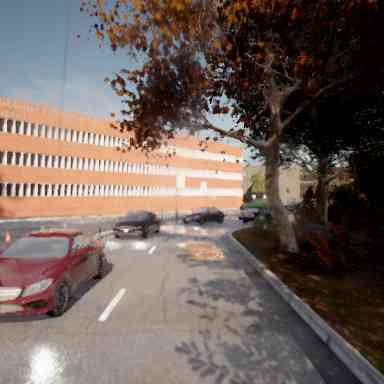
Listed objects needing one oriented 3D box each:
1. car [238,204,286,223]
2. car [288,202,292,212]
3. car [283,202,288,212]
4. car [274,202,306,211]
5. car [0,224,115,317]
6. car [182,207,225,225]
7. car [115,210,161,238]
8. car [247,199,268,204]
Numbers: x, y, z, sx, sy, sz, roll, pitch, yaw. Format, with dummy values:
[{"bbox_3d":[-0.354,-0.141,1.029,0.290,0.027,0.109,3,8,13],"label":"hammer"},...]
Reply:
[{"bbox_3d":[6.302,2.090,30.578,2.033,1.411,5.357,-1,-1,41],"label":"car"},{"bbox_3d":[12.878,2.327,51.255,5.008,1.535,2.097,-1,-1,38],"label":"car"},{"bbox_3d":[11.136,2.335,49.027,4.674,1.452,2.002,-1,-1,38],"label":"car"},{"bbox_3d":[16.365,2.427,55.700,4.674,1.452,2.002,-1,-1,38],"label":"car"},{"bbox_3d":[-3.352,1.653,7.873,1.812,1.442,4.674,0,-1,0],"label":"car"},{"bbox_3d":[1.108,2.026,28.950,1.812,1.442,4.674,-1,-1,38],"label":"car"},{"bbox_3d":[-3.182,1.860,20.039,1.837,1.490,4.892,0,-1,8],"label":"car"},{"bbox_3d":[9.373,2.011,46.824,5.566,2.045,2.435,-1,-1,38],"label":"car"}]
